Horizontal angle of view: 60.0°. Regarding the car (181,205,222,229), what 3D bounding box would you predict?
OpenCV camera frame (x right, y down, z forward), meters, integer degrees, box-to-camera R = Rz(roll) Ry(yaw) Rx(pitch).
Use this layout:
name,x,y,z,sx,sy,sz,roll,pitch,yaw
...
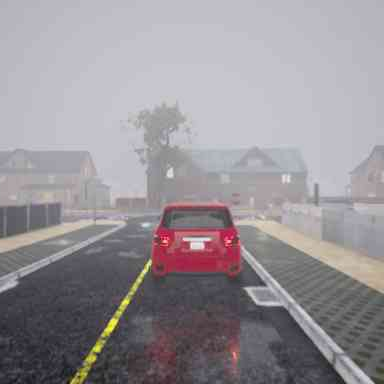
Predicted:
name,x,y,z,sx,sy,sz,roll,pitch,yaw
car,0.819,1.681,23.789,2.033,1.411,5.357,0,-1,12

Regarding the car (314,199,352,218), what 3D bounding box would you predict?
name,x,y,z,sx,sy,sz,roll,pitch,yaw
car,12.699,1.477,31.334,4.553,1.767,2.097,0,1,2

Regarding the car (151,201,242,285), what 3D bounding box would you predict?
name,x,y,z,sx,sy,sz,roll,pitch,yaw
car,0.103,1.270,9.811,2.150,2.045,5.566,0,-1,0
